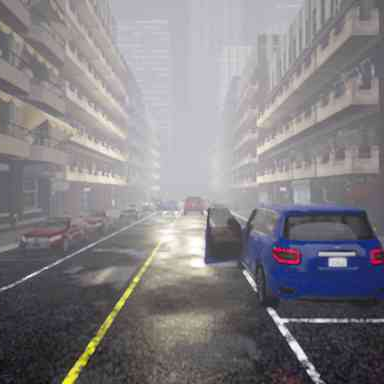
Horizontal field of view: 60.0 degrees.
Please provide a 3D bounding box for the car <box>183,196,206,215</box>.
[{"bbox_3d":[0.188,1.495,37.406,2.150,2.045,5.566,0,0,0],"label":"car"}]

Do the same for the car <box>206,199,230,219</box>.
[{"bbox_3d":[2.791,1.791,36.709,1.752,1.417,4.829,-1,0,0],"label":"car"}]

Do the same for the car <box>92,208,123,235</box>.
[{"bbox_3d":[-5.636,1.734,19.786,1.802,1.307,4.206,-1,0,0],"label":"car"}]

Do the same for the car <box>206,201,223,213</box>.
[{"bbox_3d":[2.807,1.872,42.141,1.947,1.339,4.313,-1,0,0],"label":"car"}]

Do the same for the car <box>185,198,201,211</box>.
[{"bbox_3d":[0.185,1.701,47.559,2.097,1.767,4.553,0,0,1],"label":"car"}]

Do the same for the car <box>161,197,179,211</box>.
[{"bbox_3d":[-2.860,1.845,46.839,1.882,1.535,5.008,0,0,0],"label":"car"}]

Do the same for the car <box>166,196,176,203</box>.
[{"bbox_3d":[-5.449,1.964,87.010,2.192,1.841,5.009,-1,0,0],"label":"car"}]

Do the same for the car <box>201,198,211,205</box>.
[{"bbox_3d":[2.887,2.079,70.150,1.947,1.339,4.313,-1,0,0],"label":"car"}]

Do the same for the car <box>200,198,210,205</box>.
[{"bbox_3d":[2.903,2.106,75.753,2.008,1.369,4.403,-1,0,0],"label":"car"}]

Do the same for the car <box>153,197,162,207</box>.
[{"bbox_3d":[-5.545,1.714,53.399,2.192,1.841,5.009,-1,0,0],"label":"car"}]

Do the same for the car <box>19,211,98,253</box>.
[{"bbox_3d":[-5.652,1.693,14.184,1.802,1.307,4.206,-1,0,0],"label":"car"}]

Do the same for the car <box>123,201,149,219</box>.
[{"bbox_3d":[-5.605,1.785,30.990,2.008,1.369,4.403,-1,0,0],"label":"car"}]

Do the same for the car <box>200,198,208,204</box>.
[{"bbox_3d":[2.919,2.123,81.524,1.752,1.417,4.829,-1,0,0],"label":"car"}]

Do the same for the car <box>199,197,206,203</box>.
[{"bbox_3d":[2.949,2.121,92.559,1.967,1.590,4.097,-1,0,0],"label":"car"}]

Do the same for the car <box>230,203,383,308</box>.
[{"bbox_3d":[2.423,1.279,8.195,2.150,2.045,5.566,0,0,0],"label":"car"}]

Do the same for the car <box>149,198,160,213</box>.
[{"bbox_3d":[-5.573,1.867,42.193,2.008,1.369,4.403,-1,0,0],"label":"car"}]

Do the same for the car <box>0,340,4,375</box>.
[{"bbox_3d":[-3.087,1.583,1.990,1.994,1.385,4.181,0,0,0],"label":"car"}]
